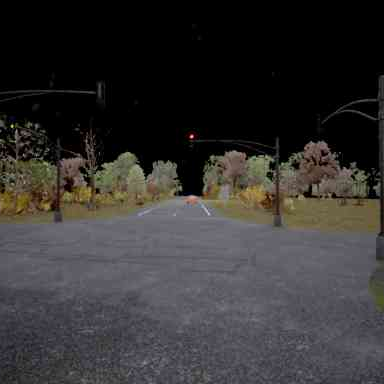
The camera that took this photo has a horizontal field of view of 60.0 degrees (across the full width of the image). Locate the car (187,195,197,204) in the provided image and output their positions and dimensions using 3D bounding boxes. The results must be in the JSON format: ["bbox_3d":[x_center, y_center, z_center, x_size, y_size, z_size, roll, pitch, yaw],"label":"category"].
[{"bbox_3d":[0.018,1.423,68.007,2.097,1.767,4.553,0,0,0],"label":"car"}]

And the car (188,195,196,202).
[{"bbox_3d":[0.021,1.449,78.042,1.812,1.442,4.674,0,0,0],"label":"car"}]
